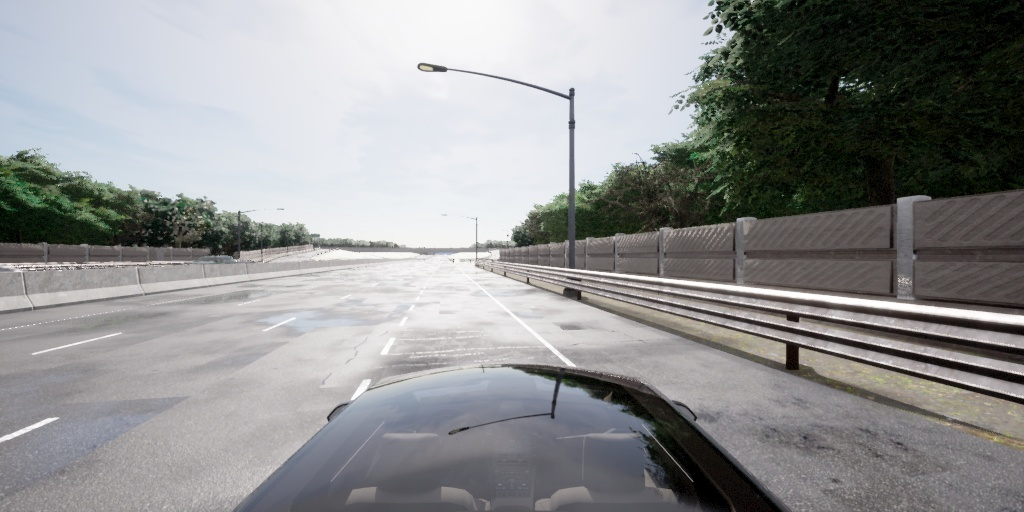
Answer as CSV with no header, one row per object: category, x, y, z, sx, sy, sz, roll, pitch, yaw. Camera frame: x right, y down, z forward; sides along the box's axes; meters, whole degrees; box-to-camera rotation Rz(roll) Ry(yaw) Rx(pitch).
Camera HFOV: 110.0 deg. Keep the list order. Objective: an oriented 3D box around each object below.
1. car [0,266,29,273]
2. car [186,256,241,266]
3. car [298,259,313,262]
car,-32.147,1.280,21.578,1.812,1.442,4.674,0,0,-11
car,-31.618,0.999,37.742,2.150,2.045,5.566,0,0,-11
car,-30.978,1.278,53.775,1.882,1.535,5.008,0,0,-10
